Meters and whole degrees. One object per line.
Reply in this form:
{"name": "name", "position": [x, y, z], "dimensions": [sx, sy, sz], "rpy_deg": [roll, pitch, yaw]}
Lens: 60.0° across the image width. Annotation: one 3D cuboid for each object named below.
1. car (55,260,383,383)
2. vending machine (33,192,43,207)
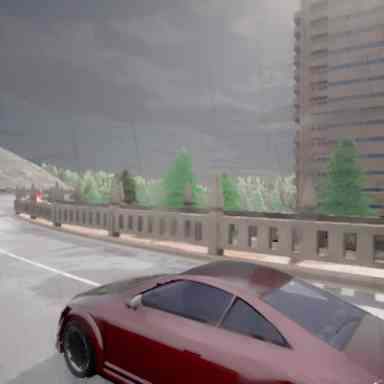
{"name": "car", "position": [0.208, 1.567, 4.035], "dimensions": [4.181, 1.385, 1.994], "rpy_deg": [0, 0, 37]}
{"name": "vending machine", "position": [-21.347, 1.042, 46.080], "dimensions": [1.100, 2.100, 0.880], "rpy_deg": [0, 0, -20]}
